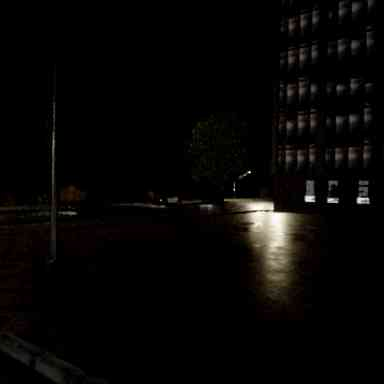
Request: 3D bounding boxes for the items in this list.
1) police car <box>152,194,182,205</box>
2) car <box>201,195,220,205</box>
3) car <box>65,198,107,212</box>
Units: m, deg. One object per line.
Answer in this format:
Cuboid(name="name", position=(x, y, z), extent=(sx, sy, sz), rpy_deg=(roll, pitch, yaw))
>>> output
Cuboid(name="police car", position=(-3.713, 1.154, 49.000), extent=(2.038, 1.542, 4.974), rpy_deg=(2, 1, 38))
Cuboid(name="car", position=(3.372, 1.242, 52.799), extent=(1.812, 1.442, 4.674), rpy_deg=(2, 1, 39))
Cuboid(name="car", position=(-10.974, 1.296, 34.676), extent=(1.994, 1.385, 4.181), rpy_deg=(2, 1, 38))
